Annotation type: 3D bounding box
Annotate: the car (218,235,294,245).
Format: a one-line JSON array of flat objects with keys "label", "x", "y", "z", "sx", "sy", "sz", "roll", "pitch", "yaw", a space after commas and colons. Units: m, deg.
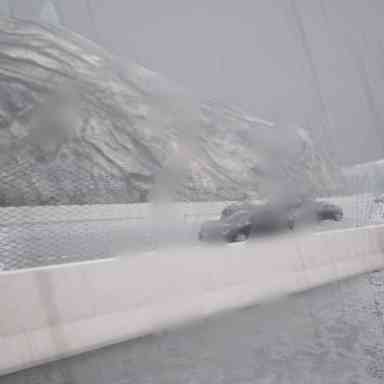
[{"label": "car", "x": 2.517, "y": 1.482, "z": 14.480, "sx": 4.892, "sy": 1.490, "sz": 1.837, "roll": 0, "pitch": 0, "yaw": -36}]
